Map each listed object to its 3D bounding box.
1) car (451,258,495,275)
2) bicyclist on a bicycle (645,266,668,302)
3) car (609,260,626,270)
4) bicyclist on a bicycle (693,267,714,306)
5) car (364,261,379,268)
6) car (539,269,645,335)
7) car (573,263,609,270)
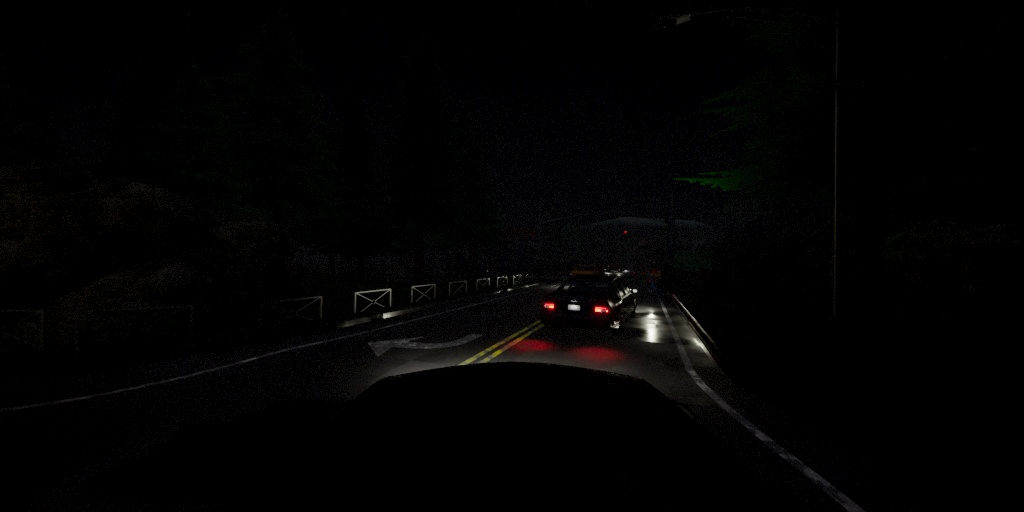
[{"bbox_3d":[-4.946,1.325,45.005,5.566,2.045,2.150,1,-1,20],"label":"car"},{"bbox_3d":[6.661,1.290,16.505,1.656,1.620,0.582,1,-1,-31],"label":"bicyclist on a bicycle"},{"bbox_3d":[17.195,1.690,59.776,2.150,2.045,5.566,1,-1,21],"label":"car"},{"bbox_3d":[8.086,1.303,15.102,1.656,1.620,0.582,1,0,-34],"label":"bicyclist on a bicycle"},{"bbox_3d":[-20.934,1.467,51.224,4.181,1.385,1.994,1,-1,23],"label":"car"},{"bbox_3d":[2.446,1.250,10.358,2.033,1.411,5.357,1,-1,25],"label":"car"},{"bbox_3d":[6.164,1.438,29.009,1.882,1.535,5.008,1,-1,26],"label":"car"}]
